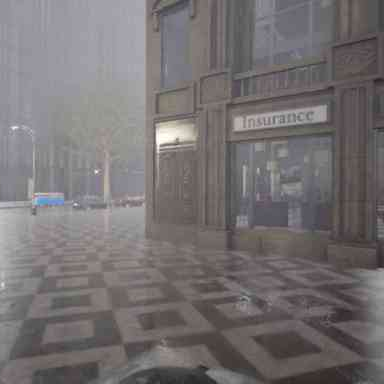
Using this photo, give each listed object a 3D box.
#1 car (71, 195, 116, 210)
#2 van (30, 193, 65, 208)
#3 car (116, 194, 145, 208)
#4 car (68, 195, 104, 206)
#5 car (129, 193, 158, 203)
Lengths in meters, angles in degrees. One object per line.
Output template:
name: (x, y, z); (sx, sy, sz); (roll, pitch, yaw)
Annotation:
car: (-10.747, 1.279, 35.820); (1.947, 1.339, 4.313); (1, 2, 36)
van: (-17.667, 0.987, 40.794); (1.690, 1.788, 3.998); (1, 1, 36)
car: (-7.462, 1.188, 40.376); (1.887, 1.381, 4.507); (2, 2, 36)
car: (-14.384, 1.126, 45.354); (2.008, 1.369, 4.403); (1, 2, 36)
car: (-7.910, 0.948, 54.332); (1.752, 1.417, 4.829); (2, 2, 36)
